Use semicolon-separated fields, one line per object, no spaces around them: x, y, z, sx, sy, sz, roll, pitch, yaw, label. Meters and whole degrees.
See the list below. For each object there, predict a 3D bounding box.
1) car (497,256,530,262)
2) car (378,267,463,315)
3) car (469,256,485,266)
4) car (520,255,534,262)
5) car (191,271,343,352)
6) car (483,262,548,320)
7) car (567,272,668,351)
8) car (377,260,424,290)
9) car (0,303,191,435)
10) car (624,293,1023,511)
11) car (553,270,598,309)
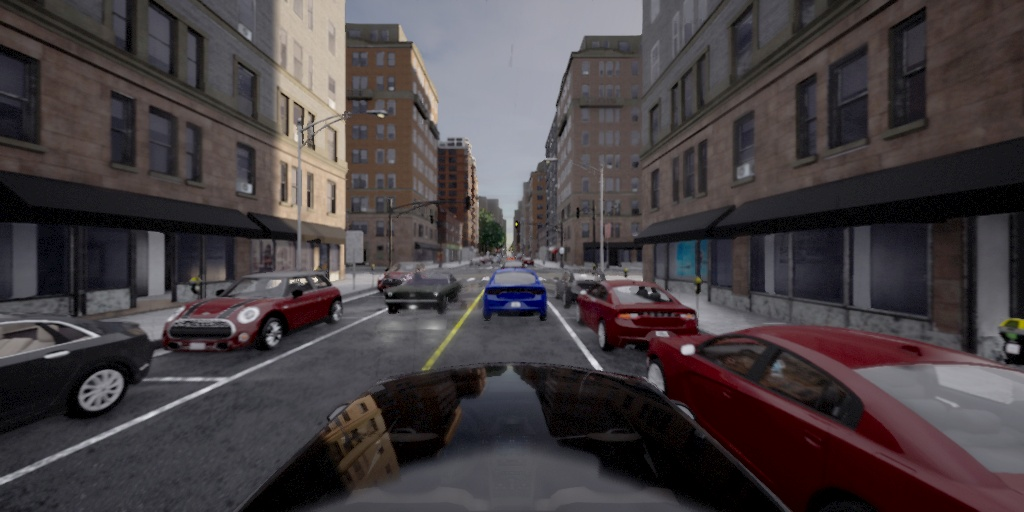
0.133;1.023;26.516;1.882;1.535;5.008;0;1;0;car
-3.066;1.260;13.301;1.895;1.301;4.718;0;0;0;car
-5.916;0.889;58.010;2.007;1.370;4.403;0;0;0;car
2.610;0.884;58.075;1.888;1.381;4.507;0;0;0;car
-5.848;1.134;8.664;1.967;1.591;4.097;0;0;0;car
0.077;1.144;12.230;1.882;1.535;5.008;0;1;-1;car
2.679;1.240;8.660;1.888;1.381;4.507;0;0;0;car
-5.833;1.050;19.650;1.967;1.591;4.097;0;0;0;car
-5.855;1.289;3.171;2.007;1.370;4.403;0;0;0;car
2.673;1.283;3.168;1.888;1.381;4.507;0;0;0;car
2.686;1.202;14.151;2.007;1.370;4.403;0;0;0;car
